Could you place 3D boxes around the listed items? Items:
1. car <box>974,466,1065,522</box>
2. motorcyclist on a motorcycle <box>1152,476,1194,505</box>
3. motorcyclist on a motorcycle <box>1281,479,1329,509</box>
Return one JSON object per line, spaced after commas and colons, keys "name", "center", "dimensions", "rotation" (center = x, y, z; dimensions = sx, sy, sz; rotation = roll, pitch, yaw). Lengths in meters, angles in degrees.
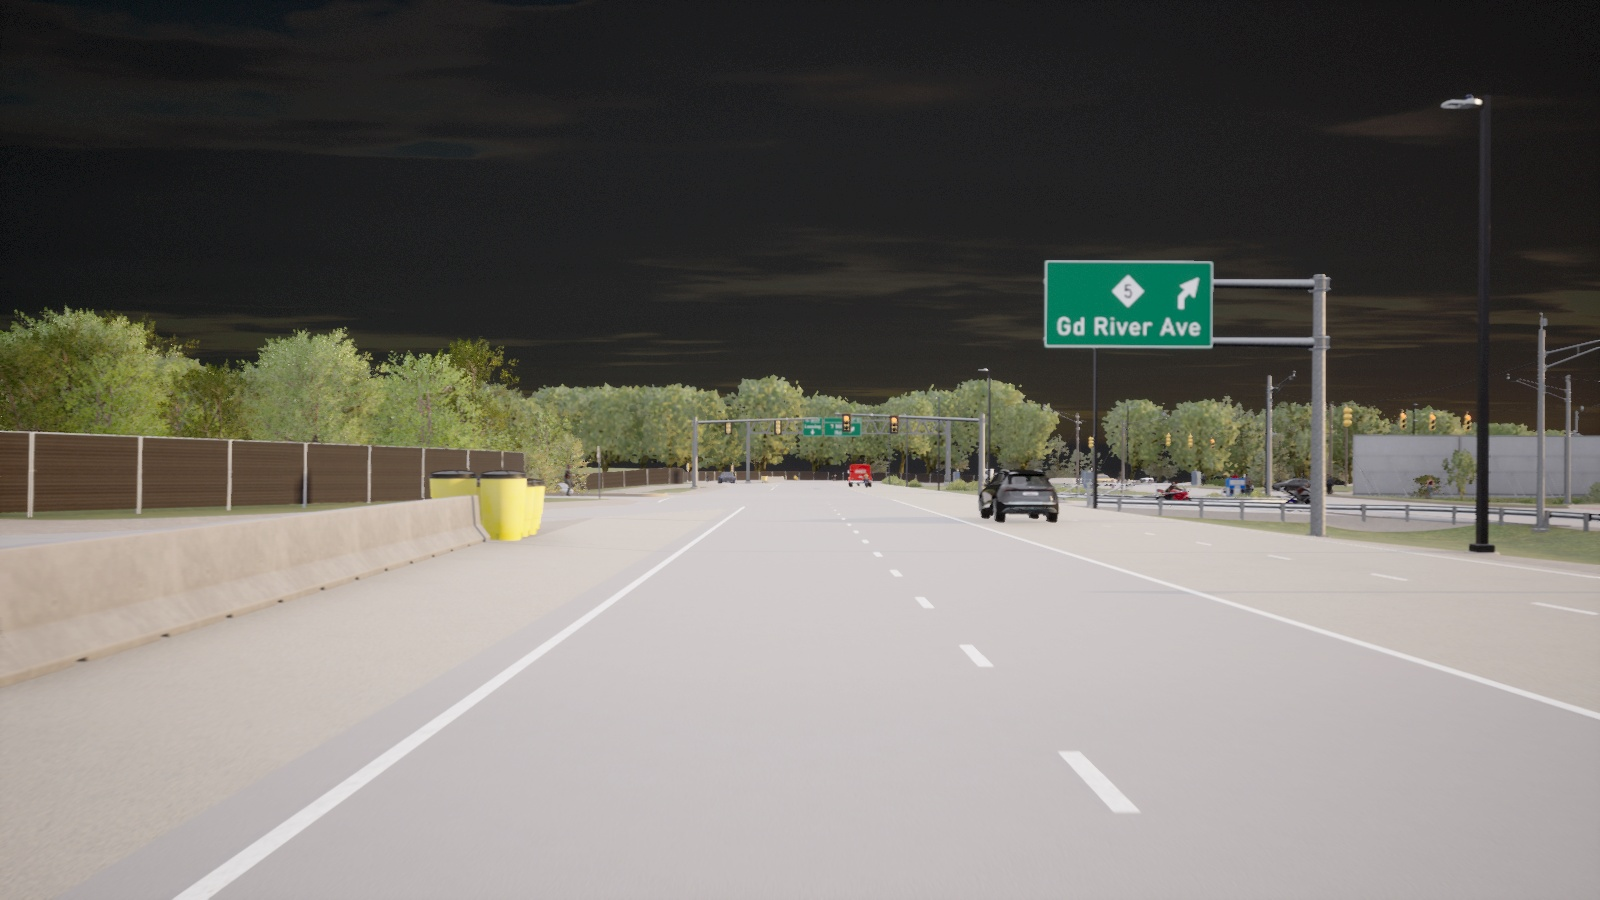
{"name": "car", "center": [6.903, 1.359, 39.956], "dimensions": [2.033, 1.649, 4.856], "rotation": [0, -1, 0]}
{"name": "motorcyclist on a motorcycle", "center": [20.324, 2.205, 68.403], "dimensions": [2.044, 1.523, 0.797], "rotation": [1, -1, 0]}
{"name": "motorcyclist on a motorcycle", "center": [27.537, 2.402, 68.511], "dimensions": [2.191, 1.530, 0.866], "rotation": [-1, -1, -2]}
